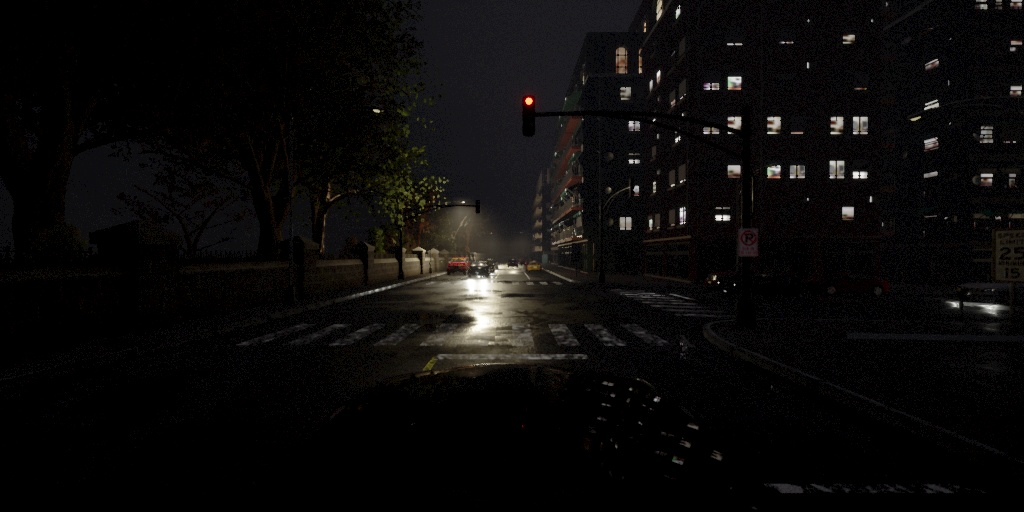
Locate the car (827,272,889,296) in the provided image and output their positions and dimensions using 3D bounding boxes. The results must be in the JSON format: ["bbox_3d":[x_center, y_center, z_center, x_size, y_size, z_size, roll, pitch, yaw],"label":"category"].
[{"bbox_3d":[20.307,1.671,21.980,4.507,1.381,1.888,0,0,0],"label":"car"}]

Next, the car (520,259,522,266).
[{"bbox_3d":[2.729,1.316,55.166,2.007,1.370,4.403,0,0,0],"label":"car"}]

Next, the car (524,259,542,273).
[{"bbox_3d":[2.721,1.283,44.266,1.751,1.417,4.829,0,0,0],"label":"car"}]

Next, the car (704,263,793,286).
[{"bbox_3d":[14.612,1.338,21.966,5.009,1.841,2.192,0,0,0],"label":"car"}]

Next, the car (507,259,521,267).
[{"bbox_3d":[0.145,1.320,64.342,2.033,1.411,5.357,0,0,-1],"label":"car"}]

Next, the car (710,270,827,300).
[{"bbox_3d":[13.716,1.618,19.370,4.718,1.301,1.895,1,0,0],"label":"car"}]

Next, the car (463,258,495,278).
[{"bbox_3d":[-3.078,1.245,34.325,2.128,1.511,4.902,0,0,0],"label":"car"}]

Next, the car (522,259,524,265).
[{"bbox_3d":[2.725,1.307,49.631,1.888,1.381,4.507,0,0,0],"label":"car"}]

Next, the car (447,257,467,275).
[{"bbox_3d":[-5.664,1.070,38.566,2.192,1.841,5.009,0,0,0],"label":"car"}]

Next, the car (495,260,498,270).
[{"bbox_3d":[-3.067,1.263,43.676,1.837,1.490,4.892,0,0,0],"label":"car"}]

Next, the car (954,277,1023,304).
[{"bbox_3d":[27.006,1.784,19.399,4.674,1.442,1.812,1,0,0],"label":"car"}]
